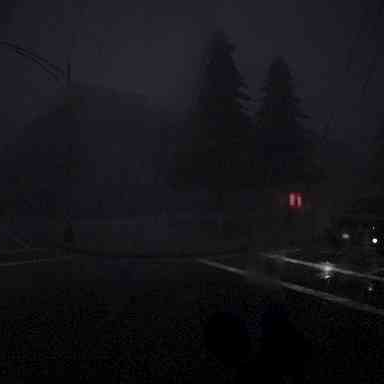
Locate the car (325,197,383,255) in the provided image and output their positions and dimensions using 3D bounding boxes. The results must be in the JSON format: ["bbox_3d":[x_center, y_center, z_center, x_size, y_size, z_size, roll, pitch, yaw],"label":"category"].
[{"bbox_3d":[7.795,1.248,13.692,5.566,2.045,2.150,0,0,-36],"label":"car"}]
